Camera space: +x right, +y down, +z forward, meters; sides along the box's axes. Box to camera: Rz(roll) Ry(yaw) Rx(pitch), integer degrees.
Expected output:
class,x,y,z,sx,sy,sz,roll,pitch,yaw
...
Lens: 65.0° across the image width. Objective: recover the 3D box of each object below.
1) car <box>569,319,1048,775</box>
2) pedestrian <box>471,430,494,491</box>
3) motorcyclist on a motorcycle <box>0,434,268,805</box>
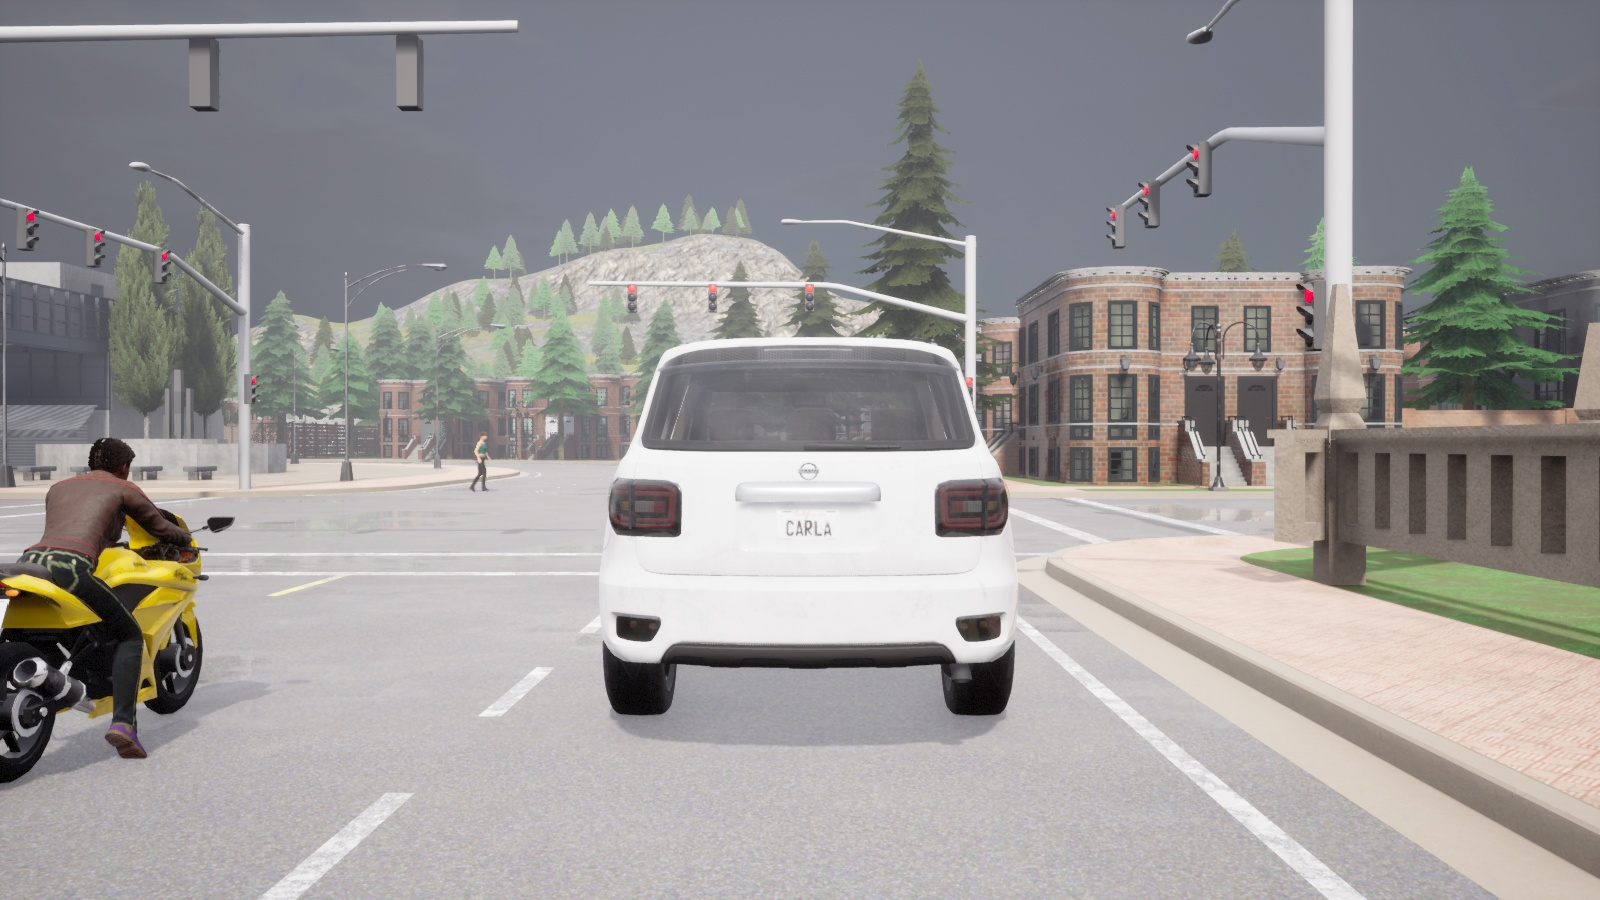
class,x,y,z,sx,sy,sz,roll,pitch,yaw
car,0.058,0.418,8.421,2.150,2.045,5.566,0,0,0
pedestrian,-9.622,0.313,38.042,0.594,1.836,0.345,0,0,2
motorcyclist on a motorcycle,-3.453,0.691,6.178,0.797,1.523,2.044,0,0,0
